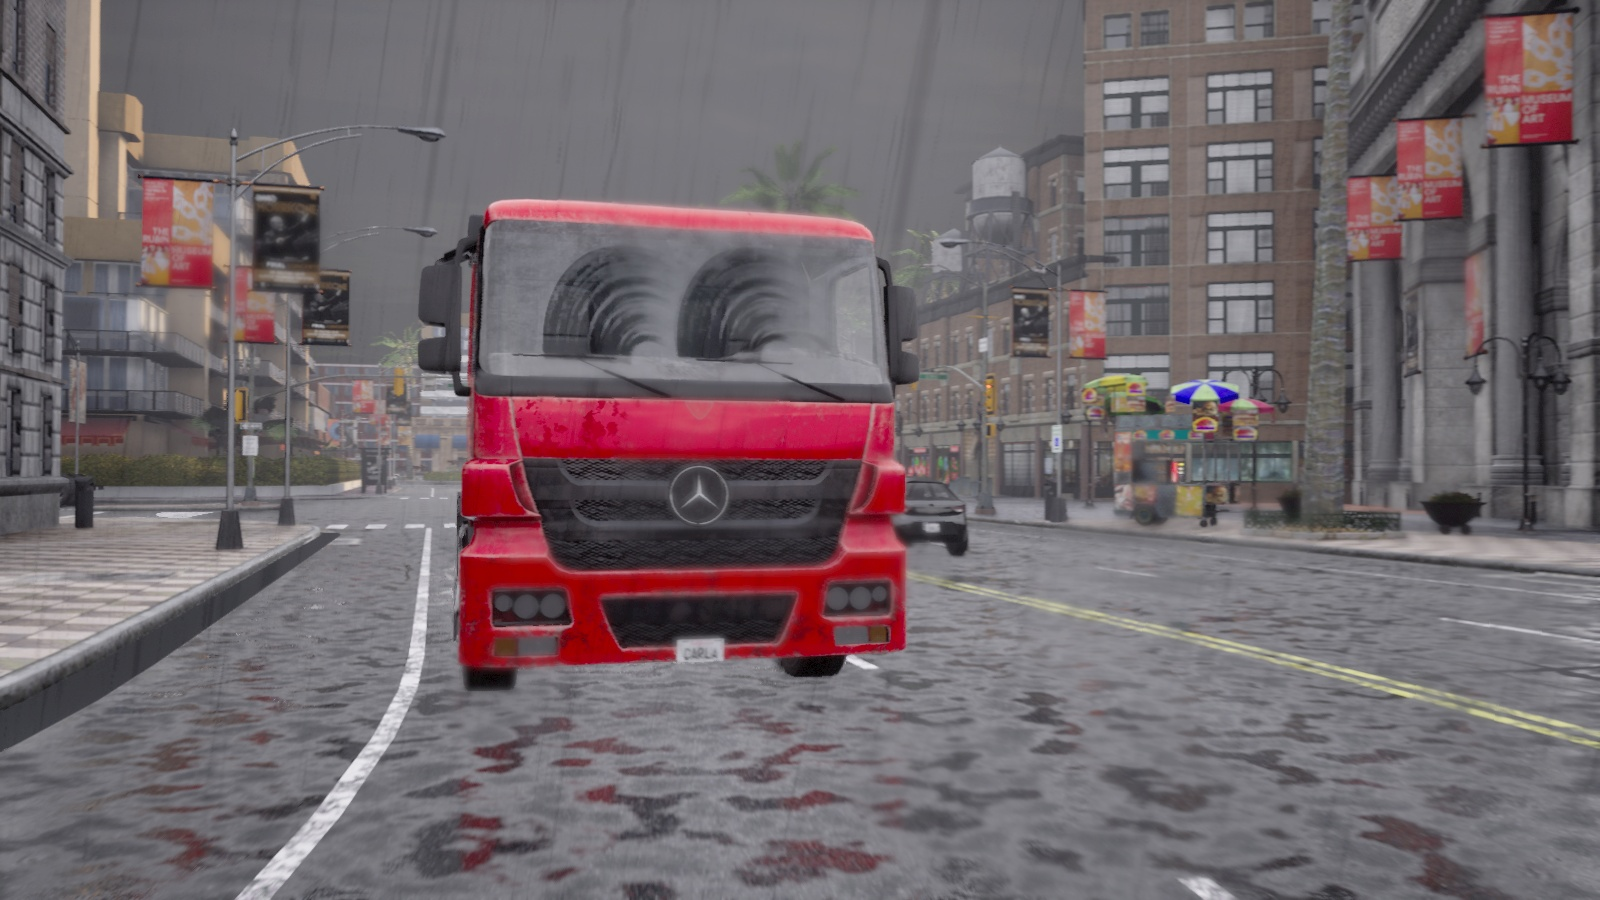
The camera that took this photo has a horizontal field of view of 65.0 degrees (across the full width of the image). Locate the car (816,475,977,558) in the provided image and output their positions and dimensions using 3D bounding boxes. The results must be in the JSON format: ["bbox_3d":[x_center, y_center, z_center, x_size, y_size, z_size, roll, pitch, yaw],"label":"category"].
[{"bbox_3d":[1.795,1.236,24.846,1.816,1.474,4.193,0,-1,-16],"label":"car"}]

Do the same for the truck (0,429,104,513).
[{"bbox_3d":[-34.357,0.896,53.333,7.936,3.462,2.891,0,-1,-17],"label":"truck"}]

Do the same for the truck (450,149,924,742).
[{"bbox_3d":[-1.690,0.034,11.539,2.891,3.462,7.936,0,-1,-16],"label":"truck"}]
